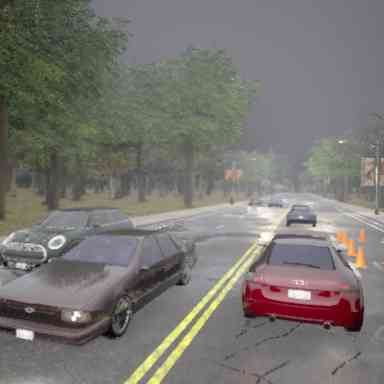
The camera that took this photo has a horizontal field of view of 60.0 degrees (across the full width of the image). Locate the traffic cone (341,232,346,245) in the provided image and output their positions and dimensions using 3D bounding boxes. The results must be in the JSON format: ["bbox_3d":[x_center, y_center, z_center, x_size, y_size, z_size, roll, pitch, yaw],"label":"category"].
[{"bbox_3d":[6.484,2.017,14.143,0.340,0.580,0.340,1,0,18],"label":"traffic cone"}]

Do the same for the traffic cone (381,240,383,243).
[{"bbox_3d":[9.009,2.051,15.416,0.340,0.580,0.340,1,0,18],"label":"traffic cone"}]

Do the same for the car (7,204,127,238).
[{"bbox_3d":[-3.614,1.275,10.533,2.097,1.767,4.553,1,0,18],"label":"car"}]

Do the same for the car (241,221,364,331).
[{"bbox_3d":[2.310,1.581,7.119,1.994,1.385,4.181,1,0,18],"label":"car"}]

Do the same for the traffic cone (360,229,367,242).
[{"bbox_3d":[8.060,2.036,15.729,0.340,0.580,0.340,1,0,18],"label":"traffic cone"}]

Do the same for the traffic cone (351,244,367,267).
[{"bbox_3d":[5.232,2.007,10.344,0.340,0.580,0.340,1,0,18],"label":"traffic cone"}]

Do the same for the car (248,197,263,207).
[{"bbox_3d":[9.940,1.514,51.813,1.837,1.490,4.892,1,0,18],"label":"car"}]

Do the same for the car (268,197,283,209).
[{"bbox_3d":[11.951,1.528,47.535,1.882,1.535,5.008,1,0,18],"label":"car"}]

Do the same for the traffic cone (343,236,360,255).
[{"bbox_3d":[5.858,2.012,12.243,0.340,0.580,0.340,1,0,18],"label":"traffic cone"}]

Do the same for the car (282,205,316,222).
[{"bbox_3d":[7.786,1.622,23.762,1.994,1.385,4.181,1,0,18],"label":"car"}]

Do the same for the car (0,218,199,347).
[{"bbox_3d":[-1.384,1.512,6.939,2.033,1.411,5.357,1,0,18],"label":"car"}]
